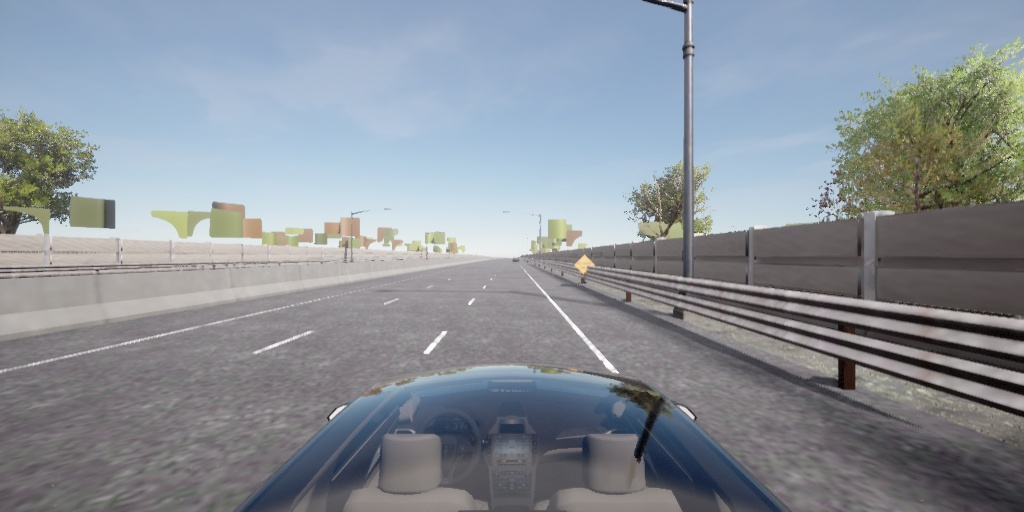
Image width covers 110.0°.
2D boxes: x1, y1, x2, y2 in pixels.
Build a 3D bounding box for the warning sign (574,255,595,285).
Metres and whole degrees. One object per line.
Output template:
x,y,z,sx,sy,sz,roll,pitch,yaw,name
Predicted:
4.550,0.854,22.401,1.300,1.860,1.060,0,0,0,warning sign
